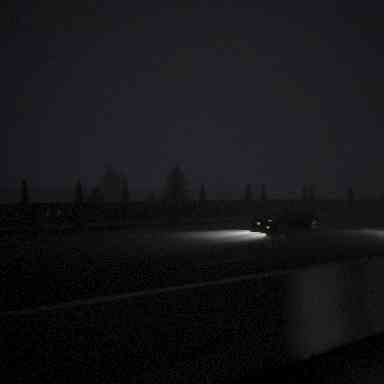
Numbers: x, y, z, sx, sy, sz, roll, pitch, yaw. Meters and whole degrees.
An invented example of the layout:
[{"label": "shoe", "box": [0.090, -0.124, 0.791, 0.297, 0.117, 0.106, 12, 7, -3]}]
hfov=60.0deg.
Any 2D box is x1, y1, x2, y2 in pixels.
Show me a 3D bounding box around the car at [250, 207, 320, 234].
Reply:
[{"label": "car", "box": [5.427, 1.565, 19.304, 4.181, 1.385, 1.994, 0, 0, -29]}]
